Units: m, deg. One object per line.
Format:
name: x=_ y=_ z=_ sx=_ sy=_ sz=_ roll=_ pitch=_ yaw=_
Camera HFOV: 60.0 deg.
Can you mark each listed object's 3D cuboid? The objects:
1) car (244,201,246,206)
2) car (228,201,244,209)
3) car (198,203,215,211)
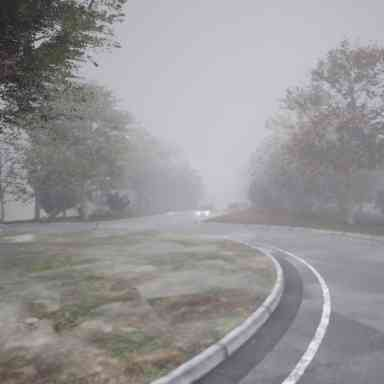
car: x=11.580 y=2.601 z=75.850 sx=1.895 sy=1.301 sz=4.718 roll=-1 pitch=-1 yaw=17
car: x=8.155 y=2.506 z=64.329 sx=1.882 sy=1.535 sz=5.008 roll=-1 pitch=-1 yaw=17
car: x=2.554 y=2.621 z=58.183 sx=1.895 sy=1.301 sz=4.718 roll=-1 pitch=-1 yaw=17
